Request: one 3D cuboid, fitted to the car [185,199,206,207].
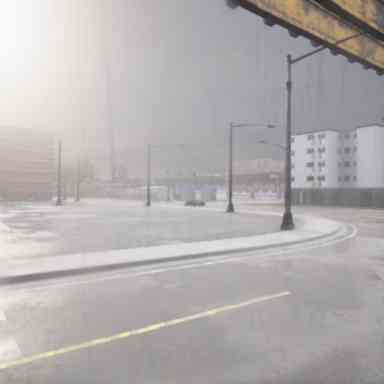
[{"bbox_3d":[0.607,1.886,59.683,1.994,1.385,4.181,1,0,-37],"label":"car"}]
